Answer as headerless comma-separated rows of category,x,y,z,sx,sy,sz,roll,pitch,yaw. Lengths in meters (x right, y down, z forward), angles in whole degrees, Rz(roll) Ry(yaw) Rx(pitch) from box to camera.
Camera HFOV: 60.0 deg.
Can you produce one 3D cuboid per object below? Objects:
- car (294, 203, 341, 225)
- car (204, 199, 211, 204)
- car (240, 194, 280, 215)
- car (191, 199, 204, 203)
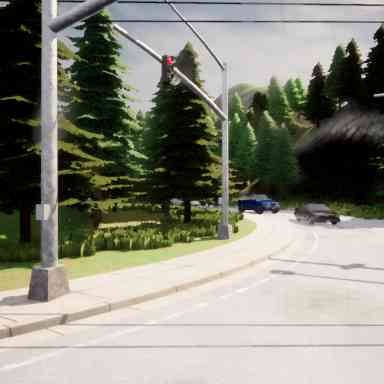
car,9.026,1.547,24.506,2.033,1.411,5.357,0,0,2
car,2.036,1.505,50.039,1.837,1.490,4.892,0,0,-37
car,6.900,1.220,35.027,2.150,2.045,5.566,0,0,-23
car,-1.246,1.226,48.757,2.150,2.045,5.566,0,0,-39
